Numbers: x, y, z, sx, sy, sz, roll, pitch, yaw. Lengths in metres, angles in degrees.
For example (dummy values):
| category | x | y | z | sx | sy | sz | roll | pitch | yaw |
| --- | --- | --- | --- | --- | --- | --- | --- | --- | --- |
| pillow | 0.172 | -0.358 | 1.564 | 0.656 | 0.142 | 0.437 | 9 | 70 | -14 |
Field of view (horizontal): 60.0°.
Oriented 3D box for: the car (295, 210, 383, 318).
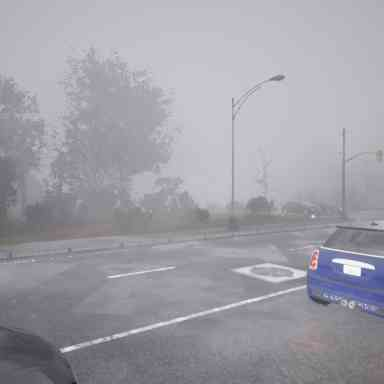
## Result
| category | x | y | z | sx | sy | sz | roll | pitch | yaw |
| --- | --- | --- | --- | --- | --- | --- | --- | --- | --- |
| car | 4.470 | 1.361 | 6.892 | 4.553 | 1.767 | 2.097 | 0 | 0 | -35 |

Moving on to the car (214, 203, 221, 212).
| category | x | y | z | sx | sy | sz | roll | pitch | yaw |
| --- | --- | --- | --- | --- | --- | --- | --- | --- | --- |
| car | 3.838 | 2.599 | 54.834 | 2.128 | 1.511 | 4.902 | 0 | -3 | -32 |

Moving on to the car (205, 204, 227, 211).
| category | x | y | z | sx | sy | sz | roll | pitch | yaw |
| --- | --- | --- | --- | --- | --- | --- | --- | --- | --- |
| car | 4.750 | 3.134 | 66.900 | 1.837 | 1.490 | 4.892 | 0 | -3 | -32 |

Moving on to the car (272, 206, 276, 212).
| category | x | y | z | sx | sy | sz | roll | pitch | yaw |
| --- | --- | --- | --- | --- | --- | --- | --- | --- | --- |
| car | 9.374 | 2.126 | 45.995 | 2.033 | 1.411 | 5.357 | 0 | -3 | -32 |

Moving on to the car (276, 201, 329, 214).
| category | x | y | z | sx | sy | sz | roll | pitch | yaw |
| --- | --- | --- | --- | --- | --- | --- | --- | --- | --- |
| car | 11.712 | 1.724 | 35.734 | 1.837 | 1.490 | 4.892 | 0 | -1 | -29 |

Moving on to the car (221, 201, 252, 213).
| category | x | y | z | sx | sy | sz | roll | pitch | yaw |
| --- | --- | --- | --- | --- | --- | --- | --- | --- | --- |
| car | 6.387 | 1.924 | 44.173 | 2.097 | 1.767 | 4.553 | 0 | -3 | -32 |

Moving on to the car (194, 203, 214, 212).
| category | x | y | z | sx | sy | sz | roll | pitch | yaw |
| --- | --- | --- | --- | --- | --- | --- | --- | --- | --- |
| car | 1.040 | 2.608 | 52.711 | 1.812 | 1.442 | 4.674 | 0 | -3 | -32 |

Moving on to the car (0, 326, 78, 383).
| category | x | y | z | sx | sy | sz | roll | pitch | yaw |
| --- | --- | --- | --- | --- | --- | --- | --- | --- | --- |
| car | -3.060 | 1.492 | 1.563 | 4.902 | 1.511 | 2.128 | 0 | 0 | -36 |

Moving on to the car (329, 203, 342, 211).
| category | x | y | z | sx | sy | sz | roll | pitch | yaw |
| --- | --- | --- | --- | --- | --- | --- | --- | --- | --- |
| car | 14.608 | 1.721 | 37.637 | 2.128 | 1.511 | 4.902 | 0 | -2 | -33 |
